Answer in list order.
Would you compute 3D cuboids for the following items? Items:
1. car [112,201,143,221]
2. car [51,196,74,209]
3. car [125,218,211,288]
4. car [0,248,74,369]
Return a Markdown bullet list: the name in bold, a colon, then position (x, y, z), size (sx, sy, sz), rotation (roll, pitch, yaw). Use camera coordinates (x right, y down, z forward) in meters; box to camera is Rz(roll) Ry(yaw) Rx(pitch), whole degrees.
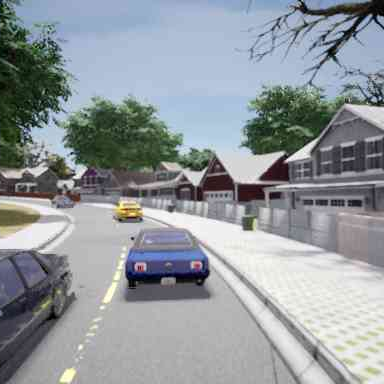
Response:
- **car**: position (-5.409, 1.521, 27.634), size (1.882, 1.535, 5.008), rotation (0, 0, -20)
- **car**: position (-17.354, 1.305, 44.625), size (2.097, 1.767, 4.553), rotation (1, 0, -35)
- **car**: position (-0.795, 1.642, 9.398), size (1.895, 1.301, 4.718), rotation (0, 0, -7)
- **car**: position (-3.160, 1.572, 4.576), size (2.033, 1.411, 5.357), rotation (0, 0, -4)
